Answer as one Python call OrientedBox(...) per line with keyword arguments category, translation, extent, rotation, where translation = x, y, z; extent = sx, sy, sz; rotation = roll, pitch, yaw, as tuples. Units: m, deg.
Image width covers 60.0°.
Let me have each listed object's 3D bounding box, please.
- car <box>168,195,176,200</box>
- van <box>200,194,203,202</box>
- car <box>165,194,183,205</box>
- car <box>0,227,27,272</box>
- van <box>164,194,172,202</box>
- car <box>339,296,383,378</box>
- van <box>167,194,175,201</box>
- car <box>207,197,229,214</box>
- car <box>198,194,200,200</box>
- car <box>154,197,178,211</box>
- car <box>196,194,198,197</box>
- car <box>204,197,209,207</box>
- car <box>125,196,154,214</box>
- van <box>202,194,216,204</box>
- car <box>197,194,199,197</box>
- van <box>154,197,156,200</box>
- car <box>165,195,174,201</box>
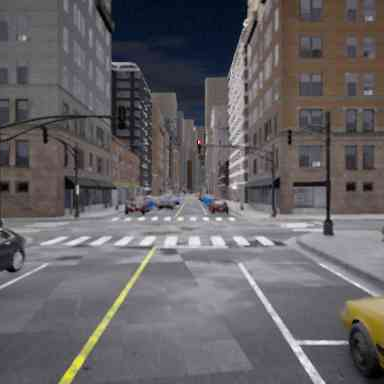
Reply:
OrientedBox(category="car", translation=(-5.674, 1.588, 95.319), extent=(1.947, 1.339, 4.313), rotation=(0, 0, 0))
OrientedBox(category="van", translation=(2.853, 1.352, 62.311), extent=(1.690, 1.788, 3.998), rotation=(0, 0, 0))
OrientedBox(category="car", translation=(-3.049, 1.486, 57.259), extent=(1.882, 1.535, 5.008), rotation=(0, 0, 0))
OrientedBox(category="car", translation=(-5.669, 1.550, 8.030), extent=(2.008, 1.369, 4.403), rotation=(0, 0, 0))
OrientedBox(category="van", translation=(-5.674, 1.356, 78.816), extent=(1.690, 1.788, 3.998), rotation=(0, 0, 0))
OrientedBox(category="car", translation=(2.856, 1.525, 2.675), extent=(1.752, 1.417, 4.829), rotation=(0, 0, 0))
OrientedBox(category="van", translation=(-5.674, 1.360, 89.818), extent=(1.690, 1.788, 3.998), rotation=(0, 0, 0))
OrientedBox(category="car", translation=(2.855, 1.548, 34.804), extent=(1.887, 1.381, 4.507), rotation=(0, 0, 0))
OrientedBox(category="car", translation=(2.852, 1.595, 73.314), extent=(1.802, 1.307, 4.206), rotation=(0, 0, 0))
OrientedBox(category="car", translation=(-3.093, 1.605, 40.496), extent=(1.895, 1.301, 4.718), rotation=(0, 0, 0))
OrientedBox(category="car", translation=(2.851, 1.334, 89.818), extent=(2.192, 1.841, 5.009), rotation=(0, 0, 0))
OrientedBox(category="car", translation=(2.854, 1.571, 40.306), extent=(1.947, 1.339, 4.313), rotation=(0, 0, 0))
OrientedBox(category="car", translation=(-5.672, 1.318, 34.804), extent=(2.192, 1.841, 5.009), rotation=(0, 0, 0))
OrientedBox(category="van", translation=(2.853, 1.349, 51.308), extent=(1.690, 1.788, 3.998), rotation=(0, 0, 0))
OrientedBox(category="car", translation=(2.852, 1.599, 84.316), extent=(1.802, 1.307, 4.206), rotation=(0, 0, 0))
OrientedBox(category="van", translation=(-5.672, 1.346, 40.305), extent=(1.690, 1.788, 3.998), rotation=(0, 0, 0))
OrientedBox(category="car", translation=(-5.674, 1.568, 84.316), extent=(2.008, 1.369, 4.403), rotation=(0, 0, 0))
